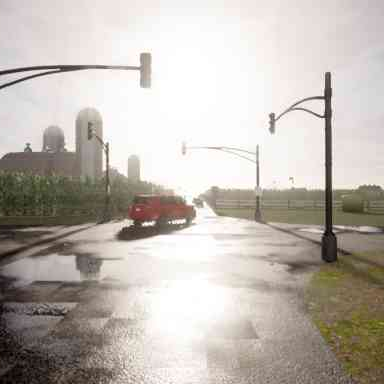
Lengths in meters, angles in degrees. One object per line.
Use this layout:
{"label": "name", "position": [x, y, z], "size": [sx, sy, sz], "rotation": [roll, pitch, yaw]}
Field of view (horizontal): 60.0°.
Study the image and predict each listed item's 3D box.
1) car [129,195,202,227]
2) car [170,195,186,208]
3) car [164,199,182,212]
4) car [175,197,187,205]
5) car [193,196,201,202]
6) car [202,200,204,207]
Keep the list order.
{"label": "car", "position": [-1.909, 1.225, 23.013], "size": [2.150, 2.045, 5.566], "rotation": [1, 0, 34]}
{"label": "car", "position": [-2.086, 1.405, 49.921], "size": [2.097, 1.767, 4.553], "rotation": [0, 0, 1]}
{"label": "car", "position": [-2.197, 1.564, 40.094], "size": [1.812, 1.442, 4.674], "rotation": [0, 0, 1]}
{"label": "car", "position": [-1.951, 1.620, 60.102], "size": [2.033, 1.411, 5.357], "rotation": [0, 0, 1]}
{"label": "car", "position": [1.093, 1.723, 80.184], "size": [1.895, 1.301, 4.718], "rotation": [0, 0, 1]}
{"label": "car", "position": [0.906, 1.660, 53.642], "size": [1.895, 1.301, 4.718], "rotation": [0, 0, 1]}
